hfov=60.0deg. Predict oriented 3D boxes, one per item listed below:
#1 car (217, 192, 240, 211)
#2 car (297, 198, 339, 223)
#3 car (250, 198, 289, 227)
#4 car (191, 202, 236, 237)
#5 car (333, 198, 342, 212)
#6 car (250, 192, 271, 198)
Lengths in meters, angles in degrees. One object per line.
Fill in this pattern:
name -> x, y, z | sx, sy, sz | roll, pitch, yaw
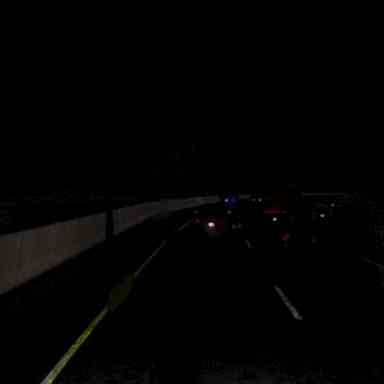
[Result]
car -> 4.193, 0.996, 37.975 | 2.150, 2.045, 5.566 | 0, 0, 12
car -> 8.930, 1.389, 24.306 | 1.812, 1.442, 4.674 | 0, 0, 8
car -> 5.064, 1.365, 21.585 | 2.128, 1.511, 4.902 | 0, 0, 7
car -> 1.067, 1.460, 17.250 | 1.994, 1.385, 4.181 | 0, 0, 5
car -> 14.278, 1.352, 34.991 | 2.033, 1.411, 5.357 | 0, 0, 12
car -> 8.070, 0.995, 39.312 | 2.150, 2.045, 5.566 | 0, 1, 12
